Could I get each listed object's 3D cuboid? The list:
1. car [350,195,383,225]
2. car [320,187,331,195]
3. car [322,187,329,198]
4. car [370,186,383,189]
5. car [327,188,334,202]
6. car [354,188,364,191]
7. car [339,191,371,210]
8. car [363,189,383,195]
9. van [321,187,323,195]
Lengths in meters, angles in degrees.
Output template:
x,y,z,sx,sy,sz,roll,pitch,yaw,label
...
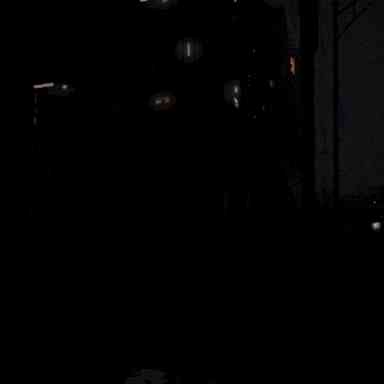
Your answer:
x,y,z,sx,sy,sz,roll,pitch,yaw,label
10.781,1.117,19.524,2.008,1.369,4.403,-1,1,19,car
31.573,-0.244,78.620,2.192,1.841,5.009,-1,1,19,car
24.013,0.280,57.132,1.967,1.590,4.097,-1,1,19,car
27.229,0.130,48.842,2.150,2.045,5.566,-1,1,19,car
20.178,0.572,46.228,1.752,1.417,4.829,-1,1,19,car
41.379,-0.151,81.227,1.802,1.307,4.206,-1,1,19,car
14.563,0.906,30.270,2.008,1.369,4.403,-1,1,19,car
17.739,0.797,31.442,1.837,1.490,4.892,-1,1,19,car
29.683,-0.119,73.249,1.690,1.788,3.998,-1,1,19,van
